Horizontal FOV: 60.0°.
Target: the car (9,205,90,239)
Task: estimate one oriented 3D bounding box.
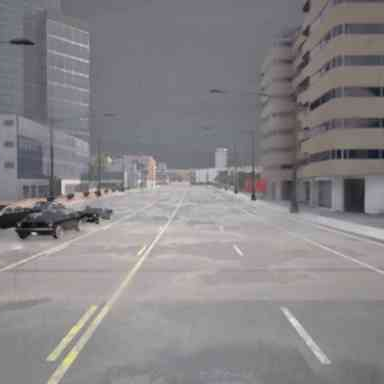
[{"bbox_3d":[-7.073,1.552,17.126,1.895,1.301,4.718,0,0,0],"label":"car"}]

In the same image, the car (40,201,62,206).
[{"bbox_3d":[-10.514,1.423,23.676,2.128,1.511,4.902,0,1,0],"label":"car"}]

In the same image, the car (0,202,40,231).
[{"bbox_3d":[-10.571,1.440,18.011,2.128,1.511,4.902,0,0,0],"label":"car"}]

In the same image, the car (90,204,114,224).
[{"bbox_3d":[-7.013,1.560,23.651,1.895,1.301,4.718,0,1,0],"label":"car"}]
